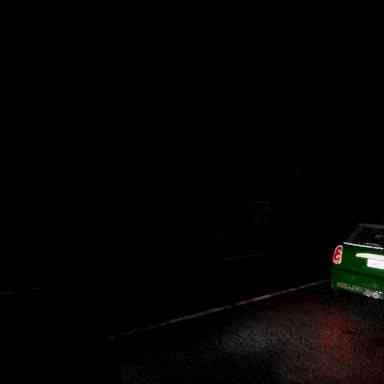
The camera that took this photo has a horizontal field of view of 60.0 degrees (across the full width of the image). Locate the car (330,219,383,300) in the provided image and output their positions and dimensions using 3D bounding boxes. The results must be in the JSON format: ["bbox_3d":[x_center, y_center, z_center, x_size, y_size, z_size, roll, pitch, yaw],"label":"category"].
[{"bbox_3d":[5.140,1.352,7.404,4.553,1.767,2.097,0,0,-35],"label":"car"}]

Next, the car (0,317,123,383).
[{"bbox_3d":[-2.774,1.492,1.771,4.902,1.511,2.128,0,0,-36],"label":"car"}]
